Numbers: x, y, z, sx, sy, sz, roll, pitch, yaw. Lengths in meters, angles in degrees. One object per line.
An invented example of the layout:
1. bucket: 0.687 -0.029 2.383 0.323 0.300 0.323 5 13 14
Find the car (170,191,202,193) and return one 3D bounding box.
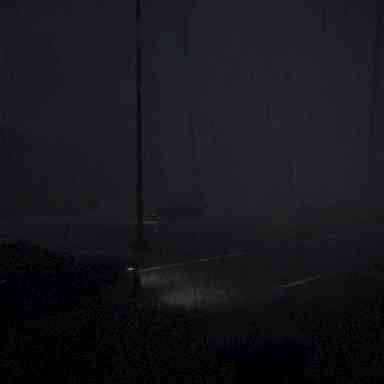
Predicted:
1. car: -1.182 0.744 34.675 5.566 2.045 2.150 -1 0 -43

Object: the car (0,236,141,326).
1. car: -3.192 1.529 5.866 4.674 1.442 1.812 0 0 -36

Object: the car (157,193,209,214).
1. car: -0.575 1.228 30.577 4.553 1.767 2.097 -1 0 -41

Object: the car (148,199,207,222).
1. car: -1.250 1.469 25.424 4.181 1.385 1.994 -1 0 -40
